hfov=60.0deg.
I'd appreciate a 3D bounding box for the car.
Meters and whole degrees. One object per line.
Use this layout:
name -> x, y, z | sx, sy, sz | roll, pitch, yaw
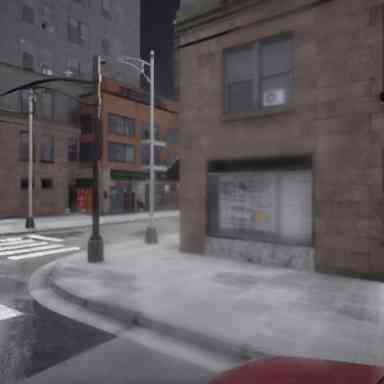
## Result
car -> 1.809, 1.586, 1.519 | 4.206, 1.307, 1.802 | 0, 0, 36
